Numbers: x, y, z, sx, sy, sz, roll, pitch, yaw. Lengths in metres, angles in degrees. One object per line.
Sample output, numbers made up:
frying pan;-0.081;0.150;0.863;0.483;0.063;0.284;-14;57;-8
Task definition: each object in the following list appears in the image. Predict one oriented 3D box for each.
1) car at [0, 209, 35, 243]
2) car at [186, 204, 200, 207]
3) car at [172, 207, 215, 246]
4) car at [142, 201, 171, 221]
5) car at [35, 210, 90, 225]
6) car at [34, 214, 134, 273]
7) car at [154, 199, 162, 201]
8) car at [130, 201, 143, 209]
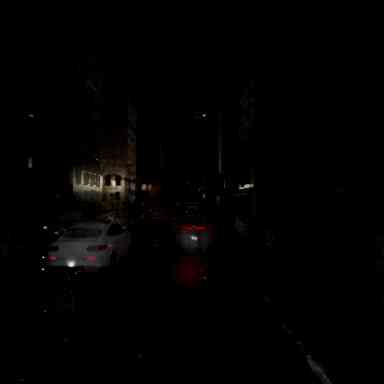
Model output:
car;-9.859;1.707;17.687;1.882;1.535;5.008;0;-1;0
car;0.093;1.954;33.142;1.812;1.442;4.674;0;-1;0
car;0.092;1.718;16.384;1.837;1.490;4.892;0;0;0
car;-3.158;1.905;31.968;2.128;1.511;4.902;0;-1;0
car;-6.604;1.766;18.533;1.812;1.442;4.674;0;-1;0
car;-3.163;1.670;11.046;1.812;1.442;4.674;0;-1;0
car;-6.536;2.177;62.659;2.097;1.767;4.553;0;-1;1
car;-9.784;2.330;59.921;2.033;1.411;5.357;0;-1;1
